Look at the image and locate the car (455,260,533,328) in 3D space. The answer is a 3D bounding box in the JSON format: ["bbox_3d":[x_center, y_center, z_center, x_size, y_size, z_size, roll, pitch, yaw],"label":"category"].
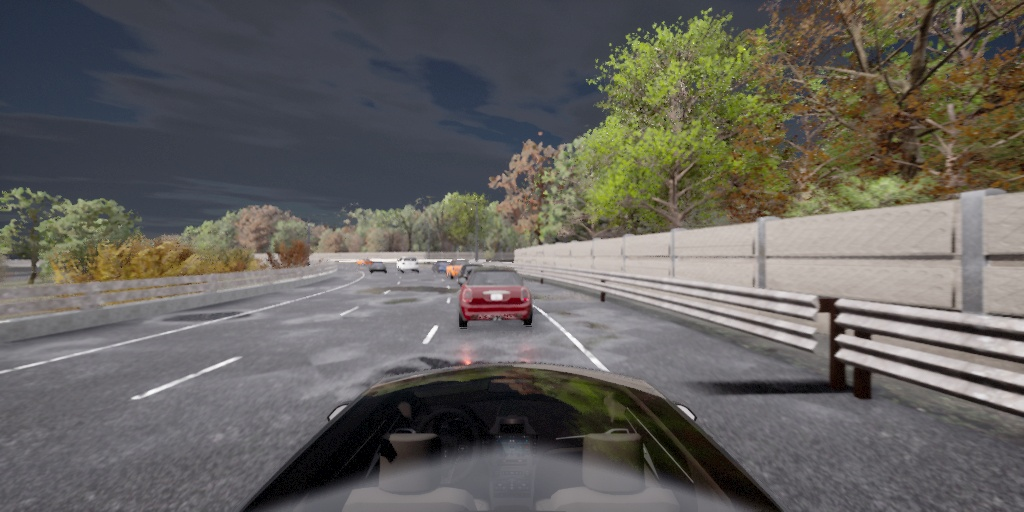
[{"bbox_3d":[-0.648,1.126,11.782,2.097,1.767,4.553,0,0,-6],"label":"car"}]

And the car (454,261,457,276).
[{"bbox_3d":[-2.691,1.307,24.265,1.837,1.490,4.892,0,0,-12],"label":"car"}]

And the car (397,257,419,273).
[{"bbox_3d":[-13.393,1.089,45.970,2.150,2.045,5.566,0,0,-24],"label":"car"}]

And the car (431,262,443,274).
[{"bbox_3d":[-8.510,1.400,43.558,2.033,1.411,5.357,0,0,-22],"label":"car"}]

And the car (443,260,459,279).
[{"bbox_3d":[-4.920,1.176,33.469,2.097,1.767,4.553,0,0,-16],"label":"car"}]

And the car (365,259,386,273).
[{"bbox_3d":[-17.349,1.440,46.151,1.994,1.385,4.181,0,0,-25],"label":"car"}]
